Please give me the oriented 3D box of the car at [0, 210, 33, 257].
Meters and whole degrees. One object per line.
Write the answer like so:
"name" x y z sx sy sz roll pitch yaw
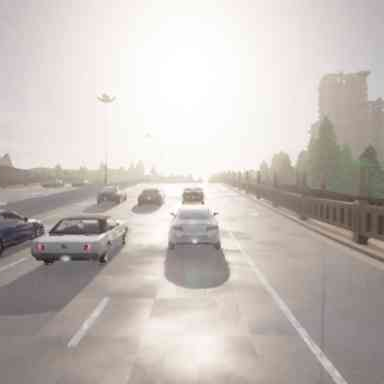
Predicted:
"car" -6.902 1.325 11.542 1.812 1.442 4.674 0 2 0

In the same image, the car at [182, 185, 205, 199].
"car" 0.096 0.135 29.428 1.882 1.535 5.008 0 4 0

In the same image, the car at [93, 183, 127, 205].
"car" -6.904 0.225 28.834 1.812 1.442 4.674 0 4 0

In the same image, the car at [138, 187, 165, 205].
"car" -3.404 0.296 28.378 1.994 1.385 4.181 0 4 0

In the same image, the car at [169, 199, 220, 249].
"car" 0.083 1.254 13.219 1.812 1.442 4.674 0 3 0

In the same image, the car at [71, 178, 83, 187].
"car" -17.562 -1.451 52.822 1.994 1.385 4.181 0 4 0

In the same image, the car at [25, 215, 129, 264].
"car" -3.401 1.416 11.157 1.895 1.301 4.718 0 2 0

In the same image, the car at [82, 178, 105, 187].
"car" -14.081 -1.292 49.588 2.128 1.511 4.902 0 4 0

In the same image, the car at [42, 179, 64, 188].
"car" -21.074 -1.284 50.491 1.994 1.385 4.181 0 4 0
